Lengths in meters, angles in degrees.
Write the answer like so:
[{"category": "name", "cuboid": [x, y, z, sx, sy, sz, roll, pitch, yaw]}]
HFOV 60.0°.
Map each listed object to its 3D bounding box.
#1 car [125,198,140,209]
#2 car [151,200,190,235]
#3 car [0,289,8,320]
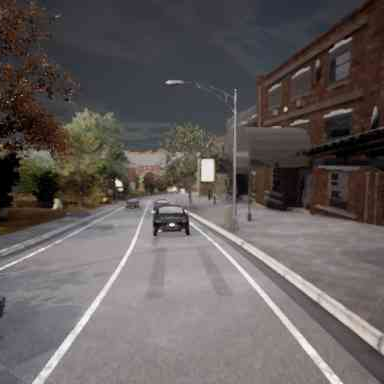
[{"category": "car", "cuboid": [-8.109, 1.576, 45.957, 2.033, 1.411, 5.357, -1, 0, -6]}, {"category": "car", "cuboid": [-1.245, 1.451, 18.703, 1.882, 1.535, 5.008, -1, 0, -6]}, {"category": "car", "cuboid": [-3.701, 1.558, 2.757, 2.033, 1.411, 5.357, 0, 0, -1]}]
